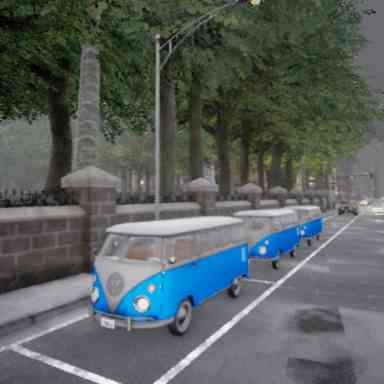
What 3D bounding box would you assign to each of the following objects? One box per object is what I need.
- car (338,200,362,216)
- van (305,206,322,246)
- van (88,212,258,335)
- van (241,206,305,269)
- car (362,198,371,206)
[{"bbox_3d":[19.338,1.919,41.158,2.192,1.841,5.009,0,-1,30],"label":"car"},{"bbox_3d":[5.384,1.581,16.551,1.690,1.788,3.998,0,-1,30],"label":"van"},{"bbox_3d":[-0.197,1.429,6.709,1.690,1.788,3.998,0,-1,30],"label":"van"},{"bbox_3d":[2.593,1.506,11.630,1.690,1.788,3.998,0,-1,30],"label":"van"},{"bbox_3d":[40.801,2.654,79.009,1.752,1.417,4.829,0,-1,30],"label":"car"}]
